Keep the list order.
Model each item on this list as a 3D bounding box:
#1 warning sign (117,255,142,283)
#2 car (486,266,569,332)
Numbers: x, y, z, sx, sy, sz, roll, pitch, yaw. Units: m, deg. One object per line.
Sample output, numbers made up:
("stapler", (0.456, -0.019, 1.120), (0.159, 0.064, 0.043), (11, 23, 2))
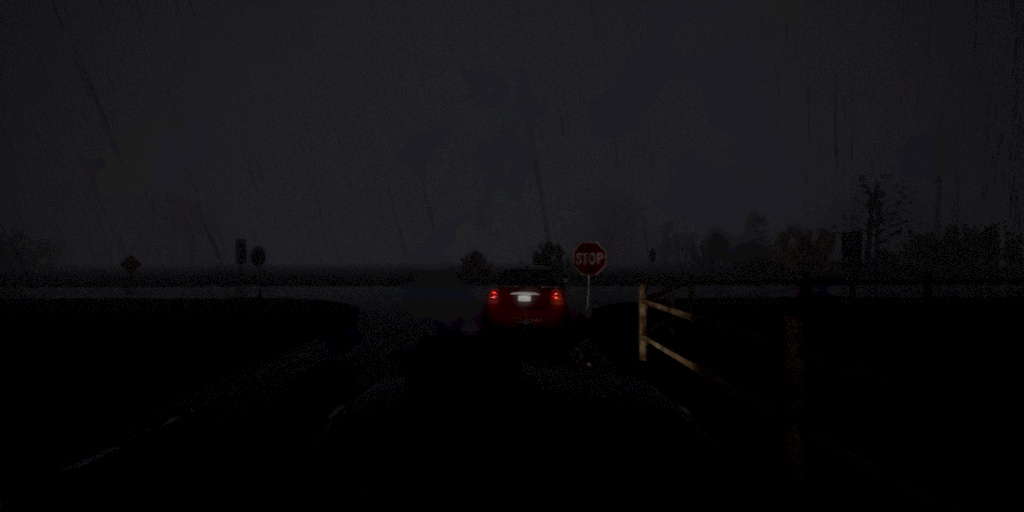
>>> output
("warning sign", (-25.380, 0.850, 23.831), (1.060, 1.860, 1.300), (0, 0, 0))
("car", (0.641, 1.068, 10.987), (2.097, 1.767, 4.553), (0, 0, 9))
